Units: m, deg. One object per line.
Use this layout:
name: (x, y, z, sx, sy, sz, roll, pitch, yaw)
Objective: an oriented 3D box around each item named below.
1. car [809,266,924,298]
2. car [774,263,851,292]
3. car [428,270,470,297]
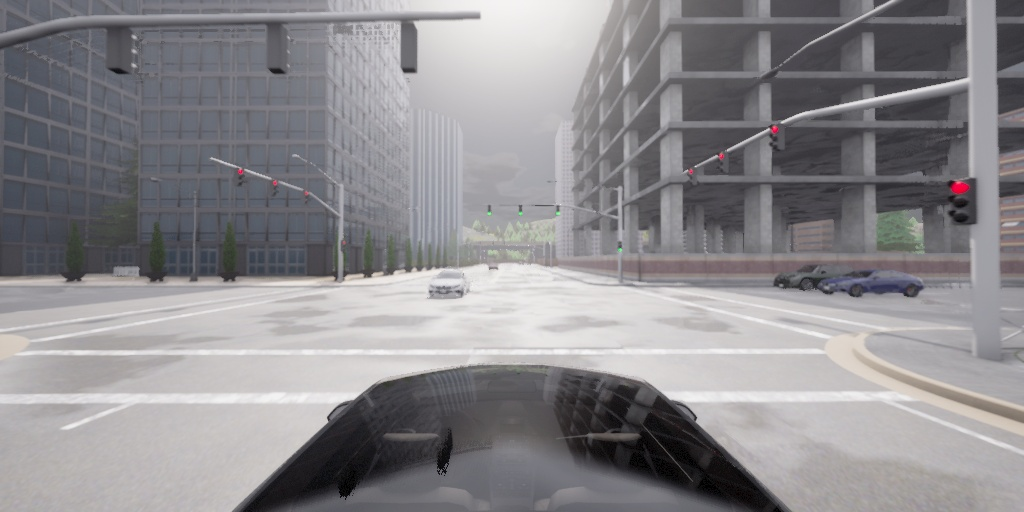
car: (19.146, 1.430, 19.189, 4.674, 1.442, 1.812, 0, -1, 0)
car: (19.286, 1.297, 22.712, 4.553, 1.767, 2.097, 0, -1, 0)
car: (-3.486, 1.522, 20.556, 1.812, 1.442, 4.674, 0, -1, 0)
